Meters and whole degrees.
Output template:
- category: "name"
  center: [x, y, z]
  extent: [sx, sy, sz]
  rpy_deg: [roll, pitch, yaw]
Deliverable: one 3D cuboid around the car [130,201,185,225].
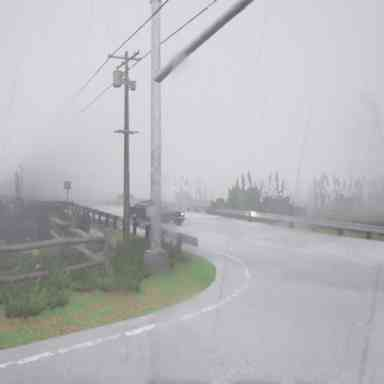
- category: "car"
  center: [-2.297, 1.240, 20.405]
  extent: [1.895, 1.301, 4.718]
  rpy_deg: [0, 3, -32]
